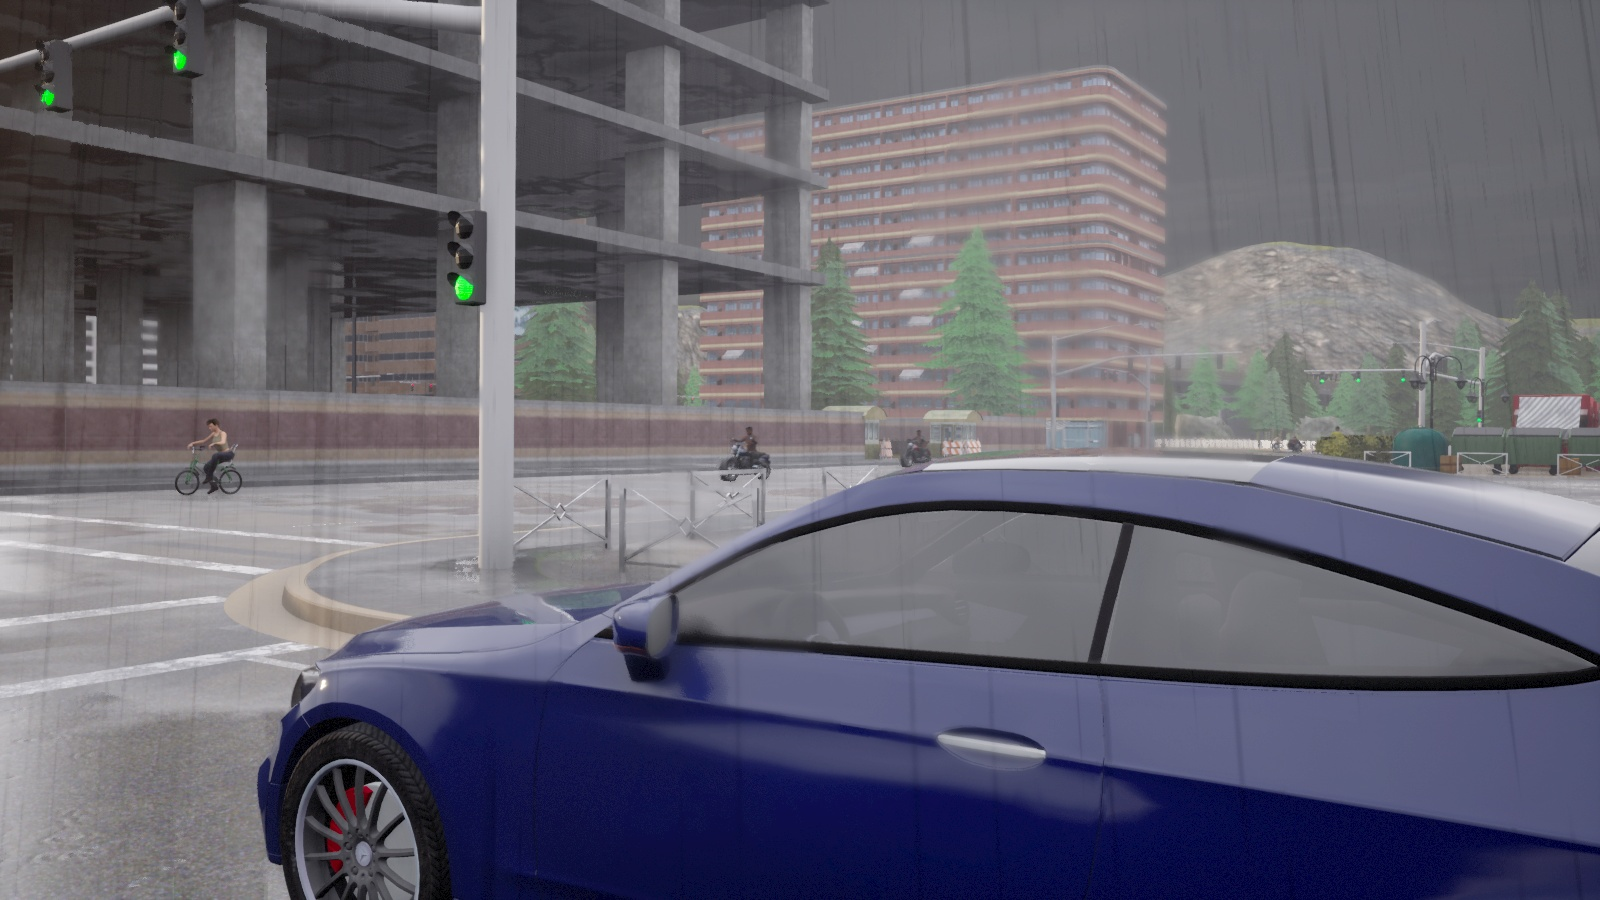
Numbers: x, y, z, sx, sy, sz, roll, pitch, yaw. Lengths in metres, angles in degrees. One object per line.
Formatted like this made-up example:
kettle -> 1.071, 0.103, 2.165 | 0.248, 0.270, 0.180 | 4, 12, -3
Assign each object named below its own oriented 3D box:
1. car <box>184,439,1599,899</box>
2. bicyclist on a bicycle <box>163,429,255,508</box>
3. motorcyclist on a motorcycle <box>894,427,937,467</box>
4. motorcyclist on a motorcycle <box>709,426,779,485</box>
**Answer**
car -> 0.620, 0.708, 3.212 | 4.674, 1.442, 1.812 | 0, 1, 34
bicyclist on a bicycle -> -12.389, 0.365, 26.347 | 0.866, 1.612, 1.509 | 0, 1, 34
motorcyclist on a motorcycle -> 4.838, -0.134, 52.487 | 0.766, 1.649, 2.350 | 0, 1, 33
motorcyclist on a motorcycle -> -1.605, 0.144, 36.355 | 0.766, 1.649, 2.350 | 0, 1, 33
